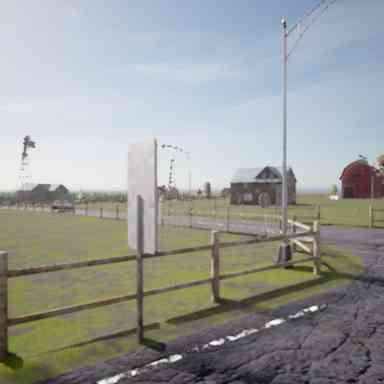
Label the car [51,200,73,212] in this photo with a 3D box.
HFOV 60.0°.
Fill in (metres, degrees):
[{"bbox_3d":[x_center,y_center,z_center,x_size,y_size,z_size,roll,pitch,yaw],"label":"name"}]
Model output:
[{"bbox_3d":[-19.473,2.062,50.071,2.097,1.767,4.553,0,-1,-43],"label":"car"}]
